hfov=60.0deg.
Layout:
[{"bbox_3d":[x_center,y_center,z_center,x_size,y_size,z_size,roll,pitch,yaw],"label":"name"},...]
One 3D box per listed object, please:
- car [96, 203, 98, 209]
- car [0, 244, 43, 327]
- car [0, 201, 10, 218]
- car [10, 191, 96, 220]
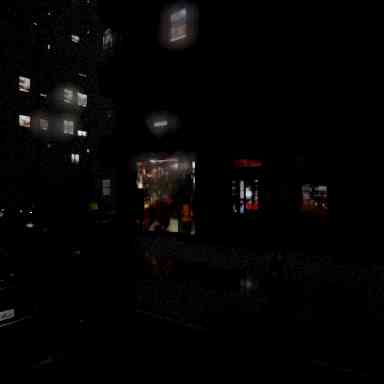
[{"bbox_3d":[-10.917,1.250,30.527,1.752,1.417,4.829,1,1,35],"label":"car"},{"bbox_3d":[-4.480,1.552,6.082,4.403,1.369,2.008,0,0,36],"label":"car"},{"bbox_3d":[-14.013,1.350,26.106,2.008,1.369,4.403,1,1,35],"label":"car"},{"bbox_3d":[-10.763,0.994,26.253,2.150,2.045,5.566,0,1,35],"label":"car"}]
